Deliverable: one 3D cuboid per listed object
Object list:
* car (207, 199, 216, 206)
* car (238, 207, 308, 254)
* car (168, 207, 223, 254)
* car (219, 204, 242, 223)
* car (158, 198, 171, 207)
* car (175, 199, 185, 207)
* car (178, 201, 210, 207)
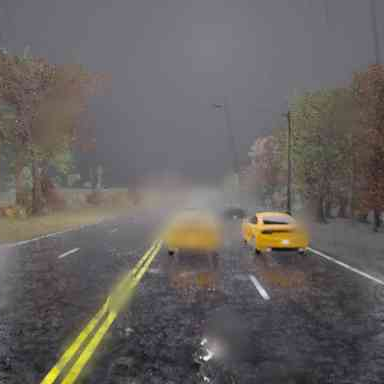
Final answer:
[{"bbox_3d":[3.885,2.138,69.327,1.837,1.490,4.892,0,0,2],"label":"car"},{"bbox_3d":[3.335,1.623,14.178,1.882,1.535,5.008,0,0,1],"label":"car"},{"bbox_3d":[0.085,1.623,14.198,1.882,1.535,5.008,0,0,1],"label":"car"},{"bbox_3d":[3.484,1.788,28.419,1.837,1.490,4.892,0,0,1],"label":"car"},{"bbox_3d":[-5.443,1.951,65.187,2.097,1.767,4.553,0,-1,2],"label":"car"},{"bbox_3d":[-2.198,2.100,64.986,1.837,1.490,4.892,0,0,2],"label":"car"},{"bbox_3d":[0.233,1.773,28.444,2.128,1.511,4.902,0,0,1],"label":"car"}]
